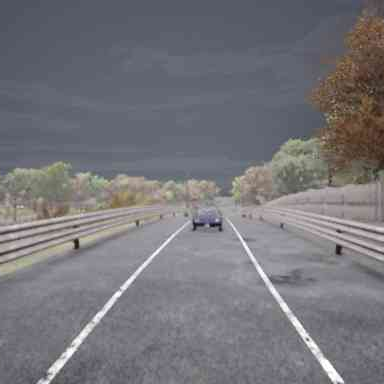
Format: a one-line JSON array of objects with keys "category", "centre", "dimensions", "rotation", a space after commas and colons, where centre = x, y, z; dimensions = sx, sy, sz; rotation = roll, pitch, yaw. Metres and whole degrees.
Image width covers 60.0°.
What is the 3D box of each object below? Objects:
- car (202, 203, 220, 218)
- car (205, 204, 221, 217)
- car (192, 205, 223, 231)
[{"category": "car", "centre": [2.409, 2.268, 41.300], "dimensions": [2.097, 1.767, 4.553], "rotation": [0, -3, 5]}, {"category": "car", "centre": [3.231, 2.861, 50.405], "dimensions": [2.097, 1.767, 4.553], "rotation": [0, -4, 6]}, {"category": "car", "centre": [1.060, 1.765, 22.025], "dimensions": [1.895, 1.301, 4.718], "rotation": [0, -1, 4]}]
